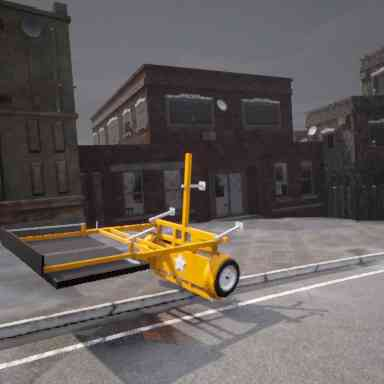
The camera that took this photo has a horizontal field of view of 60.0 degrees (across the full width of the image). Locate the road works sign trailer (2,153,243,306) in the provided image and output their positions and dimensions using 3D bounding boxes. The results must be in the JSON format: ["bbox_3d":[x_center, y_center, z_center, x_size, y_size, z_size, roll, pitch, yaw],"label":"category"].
[{"bbox_3d":[-1.094,0.689,5.838,3.560,2.880,2.380,-2,7,-43],"label":"road works sign trailer"}]
